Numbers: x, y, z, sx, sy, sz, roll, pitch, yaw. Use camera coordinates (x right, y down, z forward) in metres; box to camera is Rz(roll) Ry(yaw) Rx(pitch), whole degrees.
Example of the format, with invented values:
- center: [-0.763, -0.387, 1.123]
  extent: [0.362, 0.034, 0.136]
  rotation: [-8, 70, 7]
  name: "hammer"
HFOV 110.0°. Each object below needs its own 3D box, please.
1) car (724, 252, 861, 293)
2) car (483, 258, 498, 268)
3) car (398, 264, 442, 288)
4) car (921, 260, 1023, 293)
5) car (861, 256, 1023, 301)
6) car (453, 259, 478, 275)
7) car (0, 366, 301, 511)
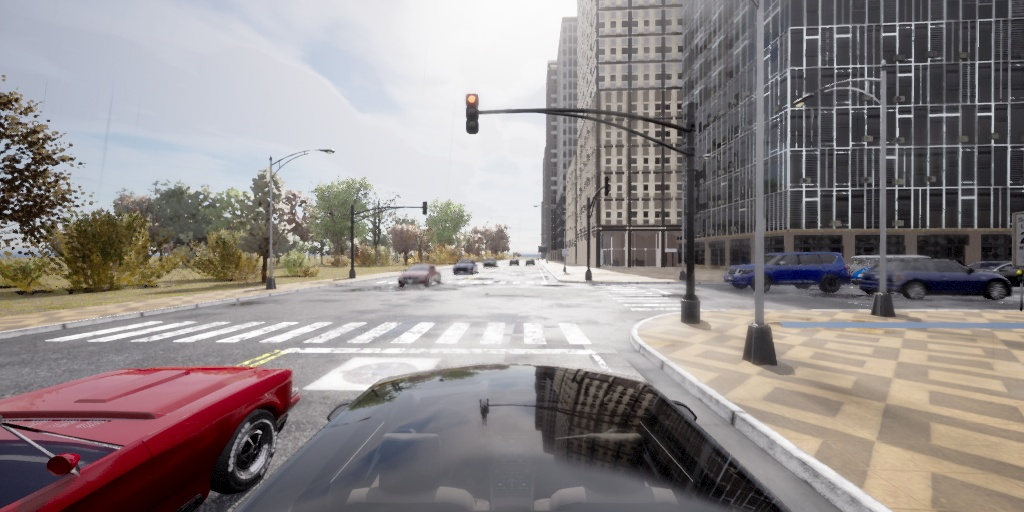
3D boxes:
- center: [14.382, 0.810, 18.926]
  extent: [5.566, 2.045, 2.150]
  rotation: [0, 0, 4]
  name: "car"
- center: [-3.650, 1.104, 60.409]
  extent: [2.097, 1.767, 4.553]
  rotation: [0, 0, 4]
  name: "car"
- center: [-5.896, 1.251, 23.514]
  extent: [1.812, 1.442, 4.674]
  rotation: [0, 0, 3]
  name: "car"
- center: [24.583, 0.996, 18.226]
  extent: [4.902, 1.511, 2.128]
  rotation: [0, 0, 4]
  name: "car"
- center: [18.128, 0.919, 15.484]
  extent: [4.553, 1.767, 2.097]
  rotation: [0, 0, 4]
  name: "car"
- center: [-4.985, 1.099, 38.716]
  extent: [2.097, 1.767, 4.553]
  rotation: [0, 0, 3]
  name: "car"
- center: [-3.117, 1.351, 1.574]
  extent: [1.895, 1.301, 4.718]
  rotation: [0, 0, 0]
  name: "car"
